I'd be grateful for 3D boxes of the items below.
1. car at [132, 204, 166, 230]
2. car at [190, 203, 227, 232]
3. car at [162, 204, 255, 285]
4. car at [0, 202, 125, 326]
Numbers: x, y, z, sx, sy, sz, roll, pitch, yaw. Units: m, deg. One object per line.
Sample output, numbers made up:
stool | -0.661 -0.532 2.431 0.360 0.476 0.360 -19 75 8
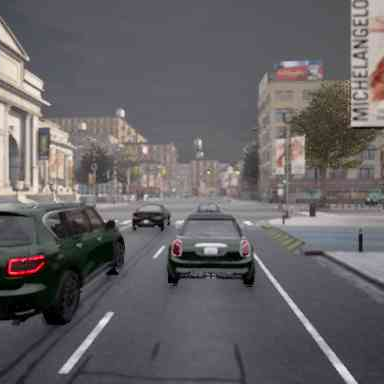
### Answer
car | -2.460 1.501 21.135 1.882 1.535 5.008 0 0 3
car | 1.064 1.525 21.694 2.128 1.511 4.902 0 0 3
car | 0.519 1.367 9.714 2.097 1.767 4.553 0 0 2
car | -3.083 1.223 7.259 2.150 2.045 5.566 0 0 2
